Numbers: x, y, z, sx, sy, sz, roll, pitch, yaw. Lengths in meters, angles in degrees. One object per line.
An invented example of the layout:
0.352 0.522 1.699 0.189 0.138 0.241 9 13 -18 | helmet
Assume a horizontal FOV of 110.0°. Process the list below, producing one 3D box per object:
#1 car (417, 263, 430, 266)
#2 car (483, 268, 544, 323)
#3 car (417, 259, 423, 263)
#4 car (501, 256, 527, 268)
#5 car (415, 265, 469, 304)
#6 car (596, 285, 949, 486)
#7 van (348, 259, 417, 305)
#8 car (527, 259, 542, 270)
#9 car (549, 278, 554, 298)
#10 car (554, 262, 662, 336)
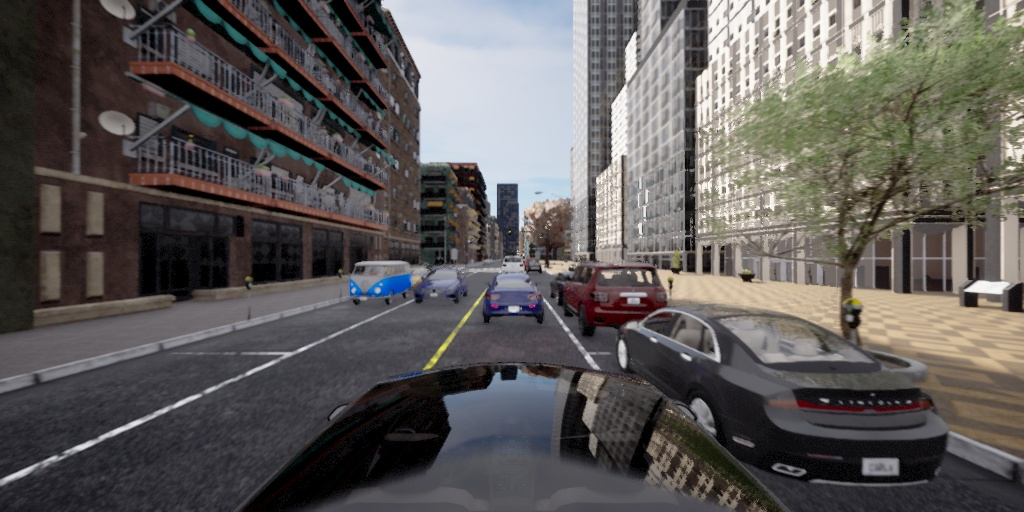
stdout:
-5.696 1.305 21.197 1.751 1.417 4.829 0 0 0 | car
0.030 1.290 12.134 1.812 1.442 4.674 0 0 0 | car
-16.453 1.209 61.949 4.403 1.370 2.007 0 0 -1 | car
0.091 1.031 35.755 2.150 2.045 5.566 0 0 0 | car
-3.101 1.297 16.584 1.812 1.442 4.674 0 0 0 | car
2.690 1.305 4.800 2.007 1.370 4.403 0 0 0 | car
-5.694 1.111 15.844 1.690 1.789 3.998 0 0 0 | van
2.679 1.392 43.460 1.948 1.339 4.313 0 0 0 | car
2.687 1.336 15.846 1.948 1.339 4.313 0 0 0 | car
2.689 1.076 10.324 2.192 1.841 5.009 0 0 0 | car
